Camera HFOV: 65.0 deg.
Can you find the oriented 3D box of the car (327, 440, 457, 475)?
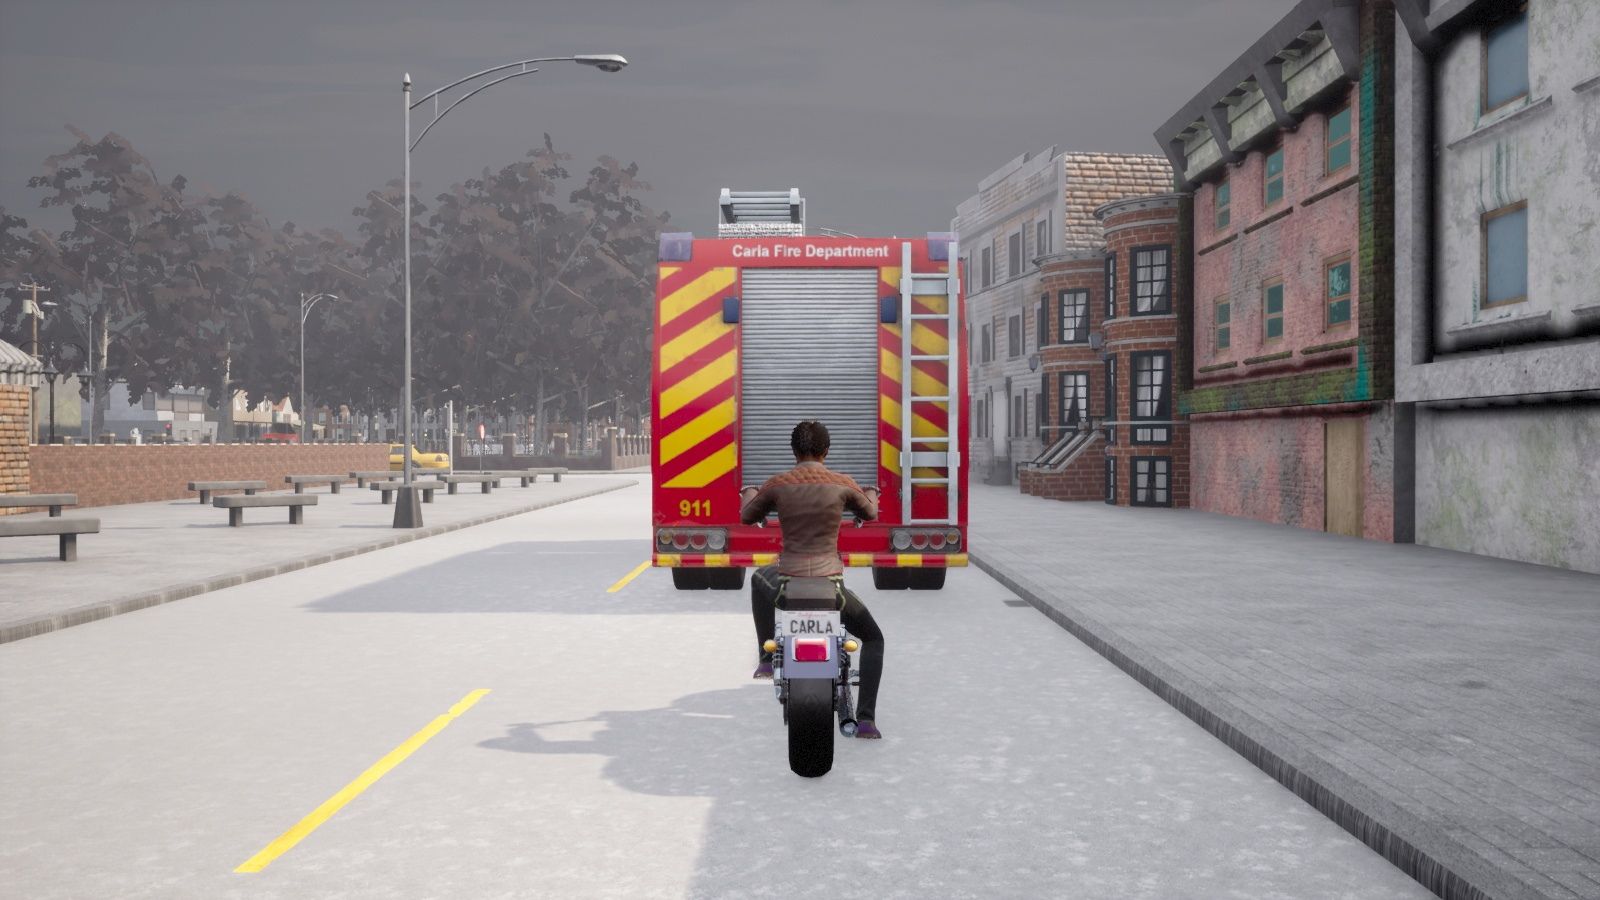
[{"bbox_3d":[-18.580,0.347,57.321,5.366,1.575,1.801,0,0,-2],"label":"car"}]

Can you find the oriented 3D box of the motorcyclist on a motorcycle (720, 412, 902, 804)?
[{"bbox_3d":[0.052,0.660,6.460,0.766,1.649,2.350,0,0,0],"label":"motorcyclist on a motorcycle"}]

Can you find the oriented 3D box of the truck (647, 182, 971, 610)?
[{"bbox_3d":[0.104,-0.505,15.458,2.891,3.827,8.468,0,0,0],"label":"truck"}]
